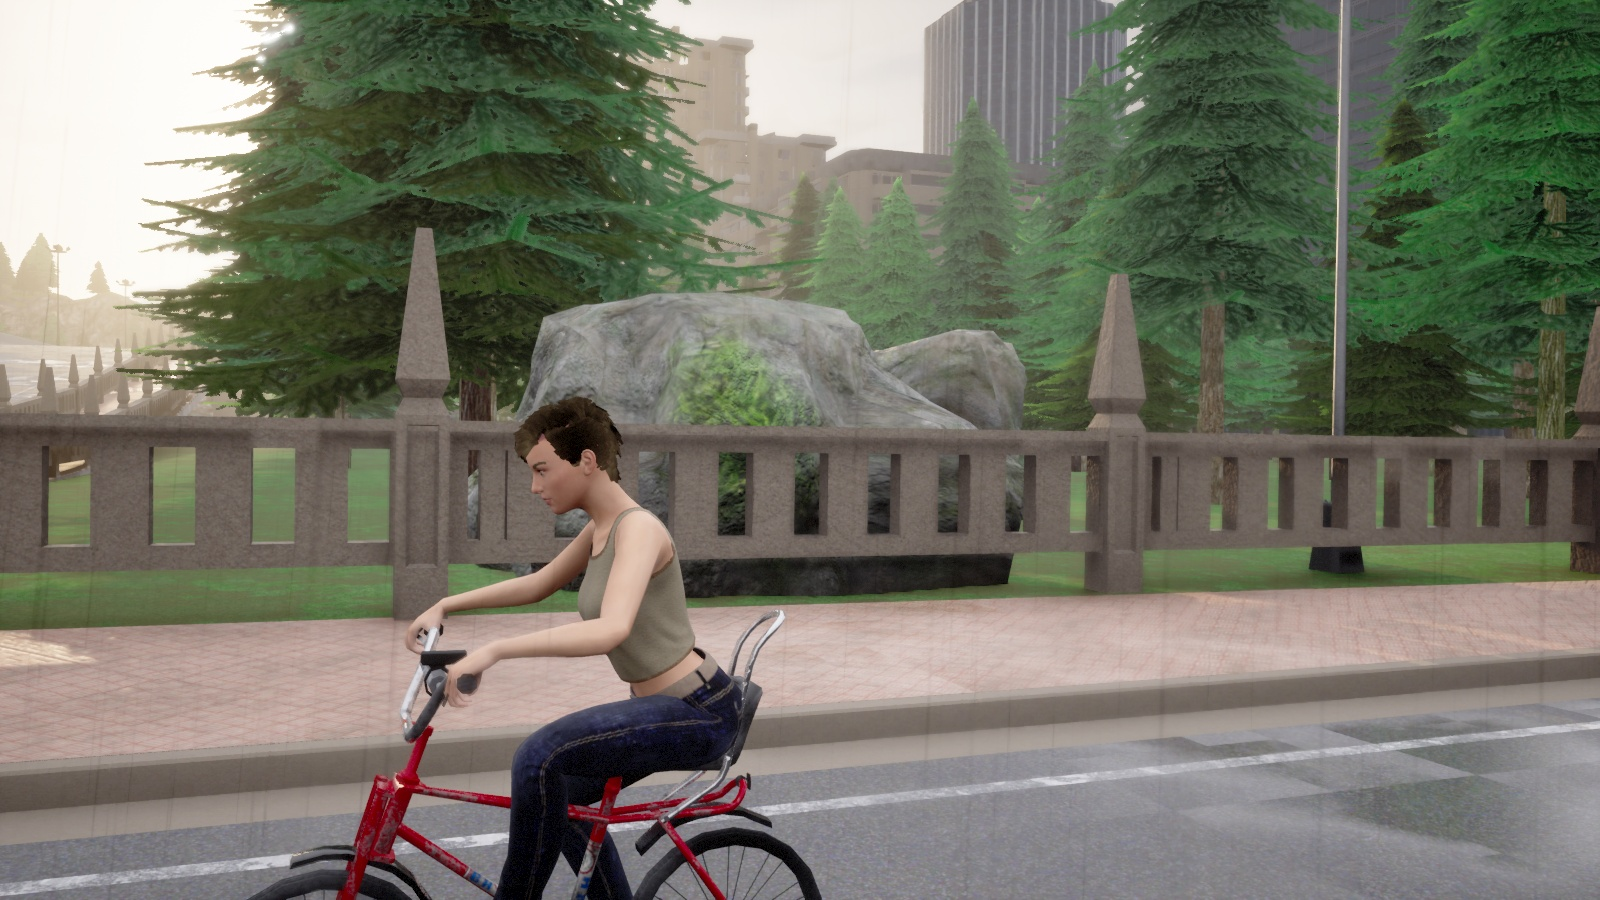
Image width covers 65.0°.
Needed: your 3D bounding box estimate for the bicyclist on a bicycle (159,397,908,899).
[{"bbox_3d":[-0.616,0.692,2.999,1.509,1.612,0.866,-1,1,-20],"label":"bicyclist on a bicycle"}]
